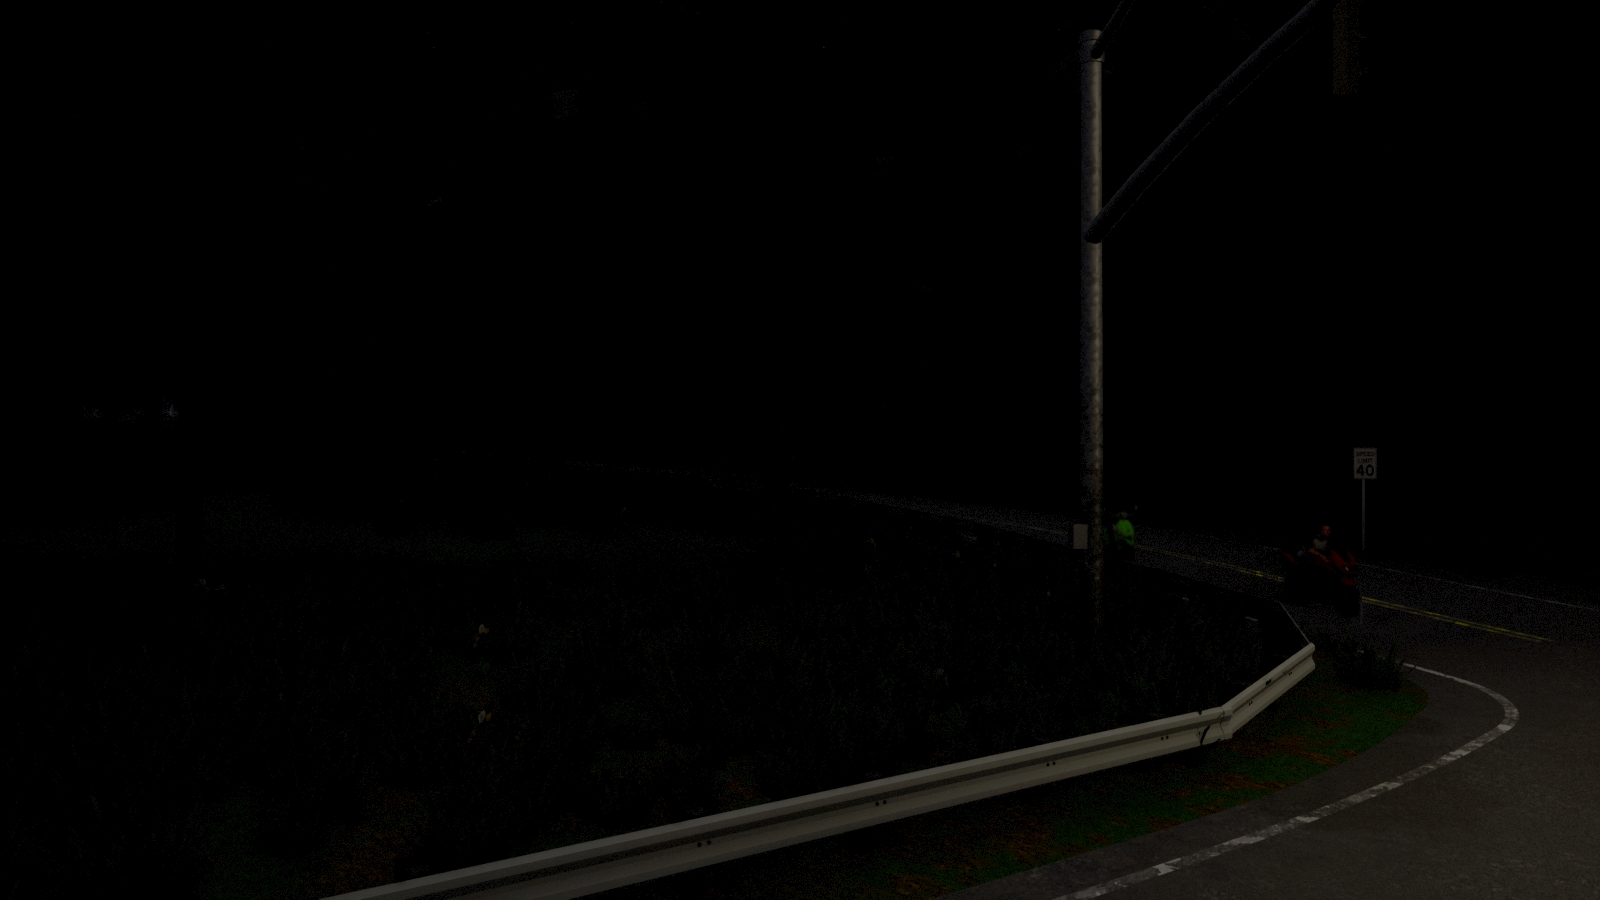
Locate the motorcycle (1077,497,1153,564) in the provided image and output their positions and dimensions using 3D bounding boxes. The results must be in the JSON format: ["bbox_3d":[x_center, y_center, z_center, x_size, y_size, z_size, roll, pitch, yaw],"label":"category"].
[{"bbox_3d":[7.215,1.815,26.239,0.856,1.316,1.805,-1,3,-15],"label":"motorcycle"}]

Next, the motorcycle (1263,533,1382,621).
[{"bbox_3d":[8.748,2.094,19.239,0.803,1.199,2.033,0,1,-10],"label":"motorcycle"}]
